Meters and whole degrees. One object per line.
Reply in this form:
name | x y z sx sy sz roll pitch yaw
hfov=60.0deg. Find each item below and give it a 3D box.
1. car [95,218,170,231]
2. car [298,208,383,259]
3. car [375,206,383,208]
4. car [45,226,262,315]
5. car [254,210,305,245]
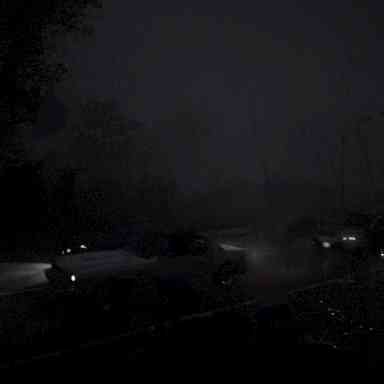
car | -2.056 1.601 11.118 4.181 1.385 1.994 1 0 -35
car | 6.700 1.593 13.050 4.902 1.511 2.128 1 0 -35
car | 12.647 1.623 21.527 5.008 1.535 1.882 0 0 -35
car | -0.774 1.630 7.736 4.718 1.301 1.895 1 0 -35
car | 5.019 1.630 16.148 4.674 1.442 1.812 0 0 -35
